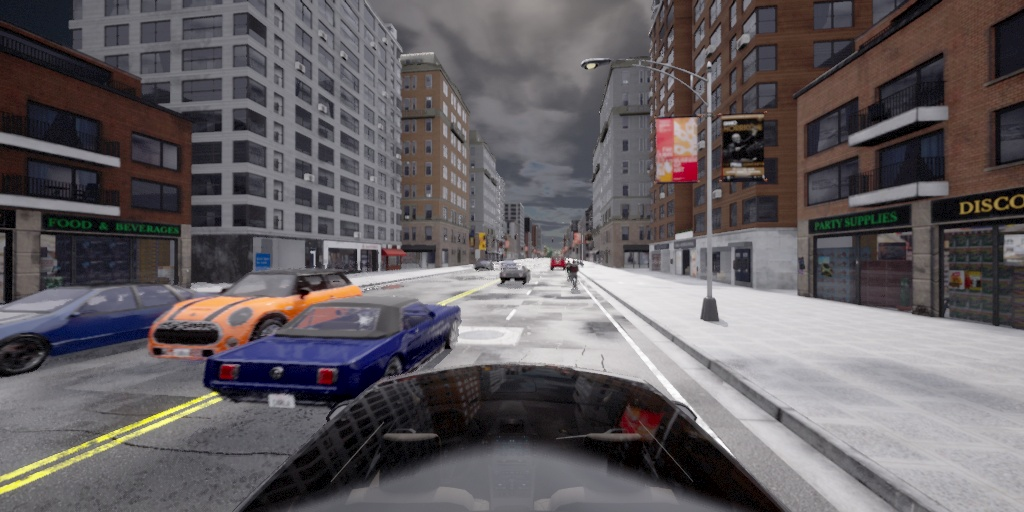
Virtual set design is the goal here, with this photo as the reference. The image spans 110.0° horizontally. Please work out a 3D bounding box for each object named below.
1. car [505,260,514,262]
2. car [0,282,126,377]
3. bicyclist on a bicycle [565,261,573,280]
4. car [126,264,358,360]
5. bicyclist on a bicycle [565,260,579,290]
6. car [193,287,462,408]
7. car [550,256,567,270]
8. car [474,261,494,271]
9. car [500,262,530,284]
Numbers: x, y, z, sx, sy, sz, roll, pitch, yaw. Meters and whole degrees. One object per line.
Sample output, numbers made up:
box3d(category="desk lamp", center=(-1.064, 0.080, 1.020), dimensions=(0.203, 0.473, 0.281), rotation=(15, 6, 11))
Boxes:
box3d(category="car", center=(-0.430, 1.291, 48.443), dimensions=(1.812, 1.442, 4.674), rotation=(0, 0, 7))
box3d(category="car", center=(-8.882, 1.300, 7.754), dimensions=(2.033, 1.411, 5.357), rotation=(0, 0, 7))
box3d(category="bicyclist on a bicycle", center=(4.859, 1.211, 30.658), dimensions=(0.582, 1.620, 1.656), rotation=(0, 0, 7))
box3d(category="car", center=(-5.511, 1.104, 8.512), dimensions=(2.097, 1.767, 4.553), rotation=(0, 0, 7))
box3d(category="bicyclist on a bicycle", center=(3.667, 1.126, 21.279), dimensions=(0.659, 1.776, 1.843), rotation=(0, 0, 7))
box3d(category="car", center=(-2.320, 1.352, 6.255), dimensions=(1.895, 1.301, 4.718), rotation=(0, 0, 7))
box3d(category="car", center=(6.788, 0.989, 52.430), dimensions=(2.150, 2.045, 5.566), rotation=(0, 0, 10))
box3d(category="car", center=(-3.687, 1.314, 48.614), dimensions=(2.033, 1.411, 5.357), rotation=(0, 0, 7))
box3d(category="car", center=(0.333, 1.358, 27.115), dimensions=(1.895, 1.301, 4.718), rotation=(0, 0, 7))
